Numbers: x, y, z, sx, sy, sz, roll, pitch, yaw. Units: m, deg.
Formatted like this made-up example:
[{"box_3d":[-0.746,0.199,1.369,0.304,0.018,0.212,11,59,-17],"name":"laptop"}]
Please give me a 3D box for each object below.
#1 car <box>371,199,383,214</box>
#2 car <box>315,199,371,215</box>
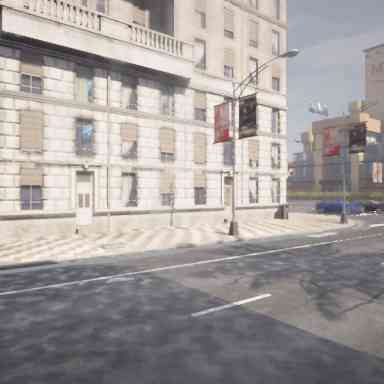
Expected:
[{"box_3d":[18.773,1.477,35.614,1.882,1.535,5.008,0,0,-38],"name":"car"},{"box_3d":[15.114,1.477,34.170,1.882,1.535,5.008,0,0,-32],"name":"car"}]
